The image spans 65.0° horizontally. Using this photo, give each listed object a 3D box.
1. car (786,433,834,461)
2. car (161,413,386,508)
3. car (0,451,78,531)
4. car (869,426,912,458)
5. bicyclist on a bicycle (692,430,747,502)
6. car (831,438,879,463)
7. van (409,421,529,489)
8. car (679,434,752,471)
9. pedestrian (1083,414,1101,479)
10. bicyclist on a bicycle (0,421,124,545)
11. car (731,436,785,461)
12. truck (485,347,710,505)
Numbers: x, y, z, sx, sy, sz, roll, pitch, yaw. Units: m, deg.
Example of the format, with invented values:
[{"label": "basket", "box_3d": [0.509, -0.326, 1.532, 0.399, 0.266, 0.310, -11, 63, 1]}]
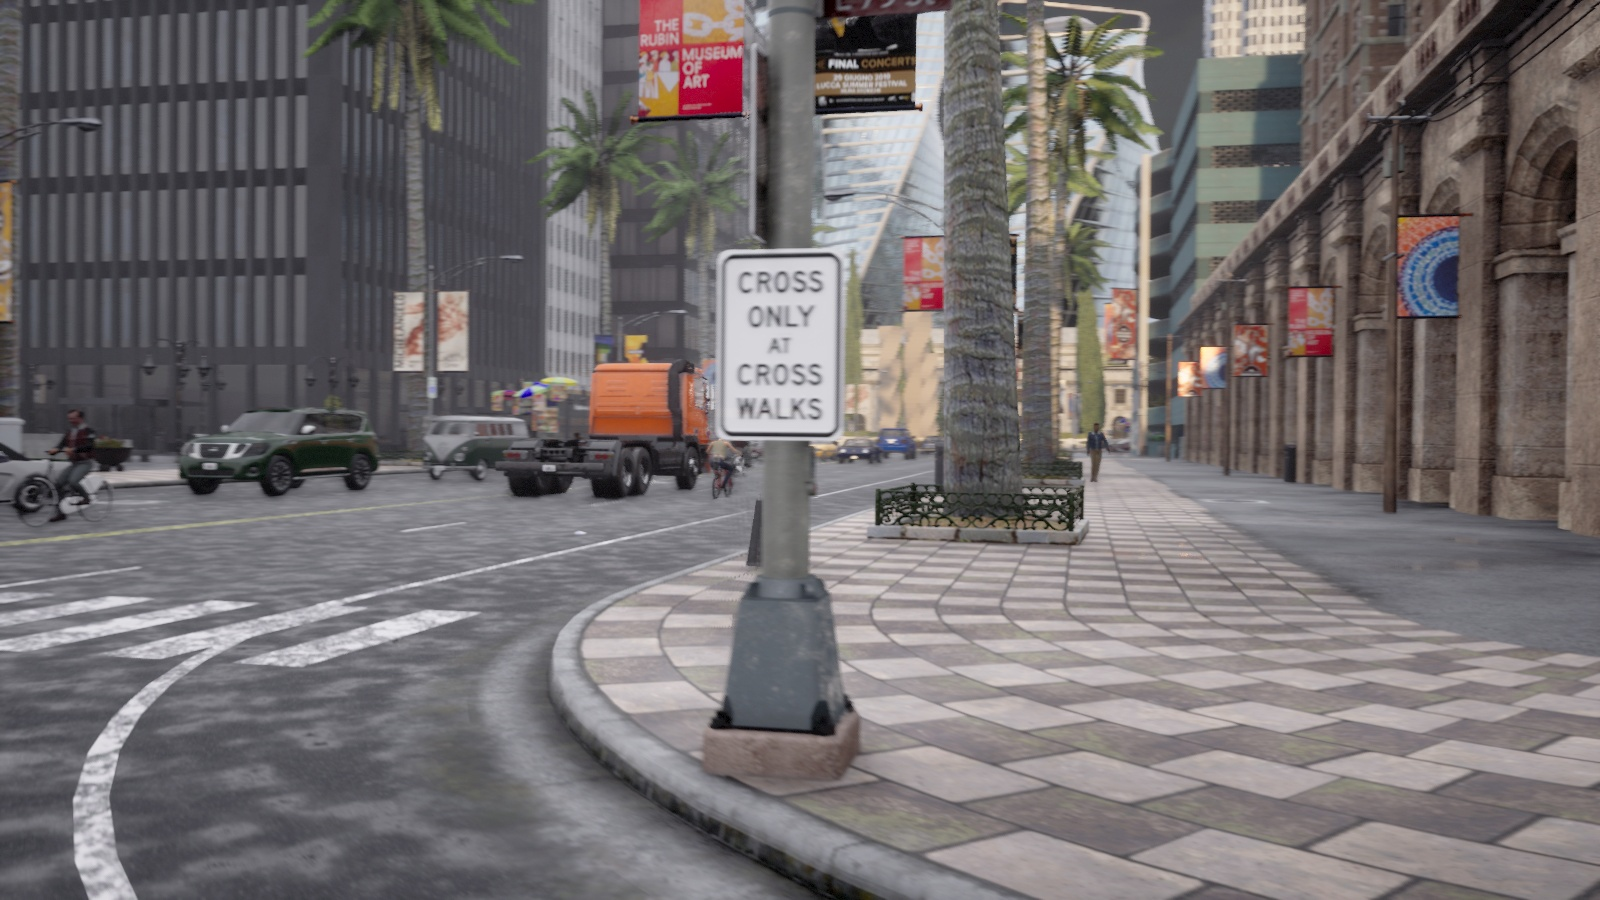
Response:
[{"label": "car", "box_3d": [0.614, -0.184, 74.084, 1.801, 1.575, 5.366, 0, 1, 12]}, {"label": "car", "box_3d": [-12.335, 0.198, 29.945, 2.150, 2.045, 5.566, 0, 1, 12]}, {"label": "car", "box_3d": [-14.398, 0.705, 20.405, 1.895, 1.301, 4.718, 0, 1, 13]}, {"label": "car", "box_3d": [6.030, -0.546, 82.991, 2.150, 2.045, 5.566, 0, 1, 12]}, {"label": "bicyclist on a bicycle", "box_3d": [-1.838, 0.352, 28.801, 0.866, 1.612, 1.509, 0, 1, 13]}, {"label": "car", "box_3d": [3.064, 0.022, 68.642, 1.895, 1.301, 4.718, 0, 1, 12]}, {"label": "van", "box_3d": [-10.275, 0.106, 39.340, 1.775, 1.987, 4.442, 0, 1, 12]}, {"label": "car", "box_3d": [-3.562, 0.087, 53.882, 2.007, 1.525, 4.514, 0, 1, 12]}, {"label": "pedestrian", "box_3d": [8.839, -0.113, 38.043, 0.423, 1.949, 0.788, 0, 1, 5]}, {"label": "bicyclist on a bicycle", "box_3d": [-11.155, 0.468, 18.927, 0.659, 1.776, 1.843, 0, 0, 12]}, {"label": "car", "box_3d": [-2.505, -0.125, 76.281, 2.163, 1.488, 4.792, 0, 1, 12]}, {"label": "truck", "box_3d": [-4.789, -0.578, 31.688, 2.891, 3.462, 7.936, 0, 1, 12]}]
